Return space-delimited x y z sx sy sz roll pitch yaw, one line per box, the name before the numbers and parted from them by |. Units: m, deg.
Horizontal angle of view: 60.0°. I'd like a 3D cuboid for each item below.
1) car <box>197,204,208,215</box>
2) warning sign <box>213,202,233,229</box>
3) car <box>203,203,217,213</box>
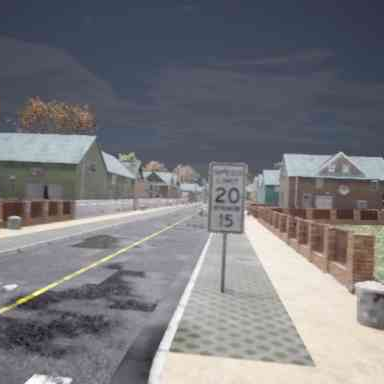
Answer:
car | 1.805 2.292 43.338 1.812 1.442 4.674 3 -1 6
warning sign | 2.147 1.628 23.316 1.300 1.860 1.060 2 -2 6
car | 2.963 2.576 54.558 1.895 1.301 4.718 3 -1 7
